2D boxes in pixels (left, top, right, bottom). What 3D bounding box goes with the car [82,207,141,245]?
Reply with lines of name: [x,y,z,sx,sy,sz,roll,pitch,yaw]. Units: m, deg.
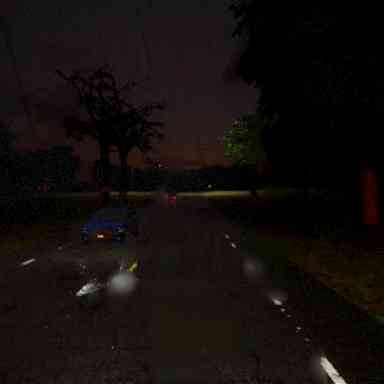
car: [-3.600,1.460,15.585,1.882,1.535,5.008,0,0,0]

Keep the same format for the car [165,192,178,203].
car: [-3.548,0.881,58.186,2.097,1.767,4.553,0,1,1]
